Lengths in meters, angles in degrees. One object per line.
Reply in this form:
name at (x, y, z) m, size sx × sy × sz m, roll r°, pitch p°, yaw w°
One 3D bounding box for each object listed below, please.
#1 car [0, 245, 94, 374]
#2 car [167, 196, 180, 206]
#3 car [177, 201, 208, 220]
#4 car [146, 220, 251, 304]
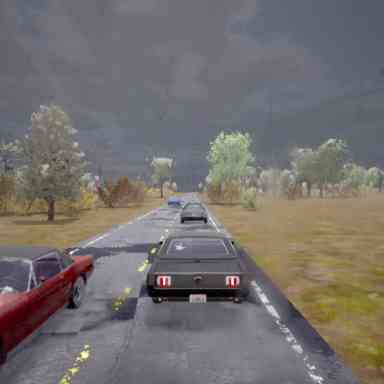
car at (-3.091, 1.601, 5.106) m, size 1.895 × 1.301 × 4.718 m, roll 0°, pitch 0°, yaw 0°
car at (-2.899, 1.451, 53.561) m, size 1.882 × 1.535 × 5.008 m, roll 0°, pitch 0°, yaw 0°
car at (0.153, 1.559, 25.323) m, size 1.994 × 1.385 × 4.181 m, roll 0°, pitch 0°, yaw 0°
car at (0.116, 1.601, 8.114) m, size 1.895 × 1.301 × 4.718 m, roll 0°, pitch 0°, yaw 0°
